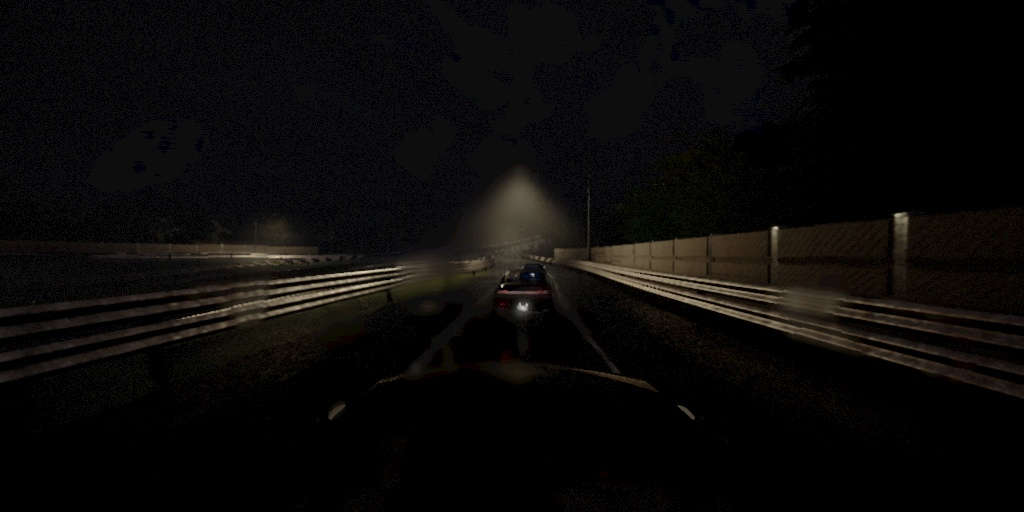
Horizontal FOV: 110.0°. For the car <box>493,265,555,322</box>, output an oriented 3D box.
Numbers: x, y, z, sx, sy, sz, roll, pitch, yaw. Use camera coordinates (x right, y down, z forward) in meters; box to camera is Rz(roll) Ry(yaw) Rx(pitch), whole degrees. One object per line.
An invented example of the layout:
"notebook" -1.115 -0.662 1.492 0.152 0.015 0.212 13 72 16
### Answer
"car" 0.436 1.222 12.278 2.128 1.511 4.902 0 0 3
